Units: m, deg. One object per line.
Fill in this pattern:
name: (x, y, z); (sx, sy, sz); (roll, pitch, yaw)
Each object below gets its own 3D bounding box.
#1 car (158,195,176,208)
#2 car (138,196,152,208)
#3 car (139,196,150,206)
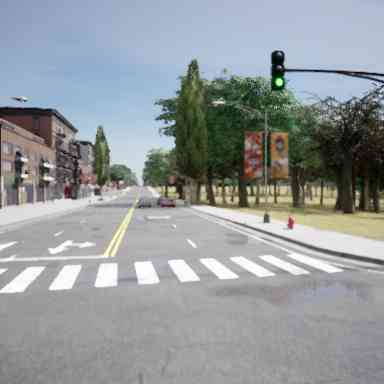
car: (-3.476, 1.541, 47.801); (1.994, 1.385, 4.181); (0, 0, -9)
car: (-6.631, 1.540, 46.933); (2.033, 1.411, 5.357); (0, 0, -9)
car: (-8.202, 1.494, 57.237); (1.882, 1.535, 5.008); (0, 0, -9)
